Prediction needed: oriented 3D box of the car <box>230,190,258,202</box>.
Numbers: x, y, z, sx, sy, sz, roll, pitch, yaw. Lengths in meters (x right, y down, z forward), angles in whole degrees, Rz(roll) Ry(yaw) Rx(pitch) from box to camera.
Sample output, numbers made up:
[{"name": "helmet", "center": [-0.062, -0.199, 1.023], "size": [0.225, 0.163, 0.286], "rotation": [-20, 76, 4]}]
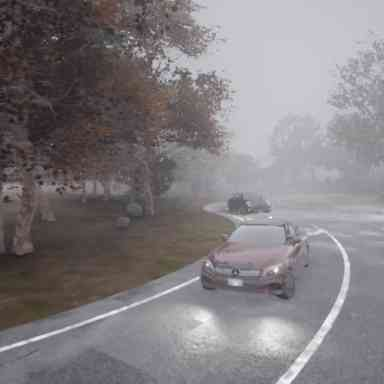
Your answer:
[{"name": "car", "center": [7.249, 0.532, 46.015], "size": [1.895, 1.301, 4.718], "rotation": [-1, 2, 37]}]

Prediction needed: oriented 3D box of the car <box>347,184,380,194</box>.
[{"name": "car", "center": [28.163, -0.509, 54.473], "size": [5.008, 1.535, 1.882], "rotation": [-1, 1, 10]}]

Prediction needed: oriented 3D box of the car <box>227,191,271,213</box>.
[{"name": "car", "center": [4.465, 0.811, 26.745], "size": [2.097, 1.767, 4.553], "rotation": [-2, 1, -16]}]

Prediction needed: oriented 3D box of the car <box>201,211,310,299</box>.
[{"name": "car", "center": [1.867, 1.449, 8.523], "size": [1.812, 1.442, 4.674], "rotation": [-1, 0, 27]}]
